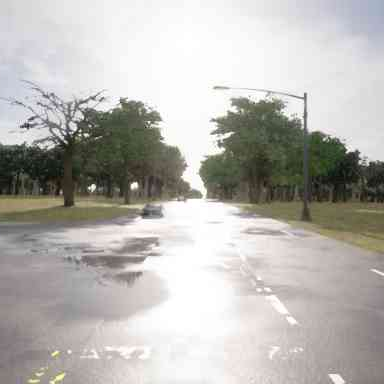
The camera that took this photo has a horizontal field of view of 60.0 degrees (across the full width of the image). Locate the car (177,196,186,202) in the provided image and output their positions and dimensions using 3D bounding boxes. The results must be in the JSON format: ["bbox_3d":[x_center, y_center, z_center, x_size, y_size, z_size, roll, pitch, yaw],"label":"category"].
[{"bbox_3d":[-2.689,1.836,83.852,1.812,1.442,4.674,0,0,6],"label":"car"}]

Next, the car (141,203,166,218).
[{"bbox_3d":[-3.520,1.664,30.668,1.895,1.301,4.718,0,0,0],"label":"car"}]
